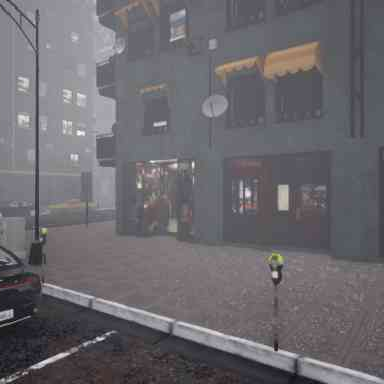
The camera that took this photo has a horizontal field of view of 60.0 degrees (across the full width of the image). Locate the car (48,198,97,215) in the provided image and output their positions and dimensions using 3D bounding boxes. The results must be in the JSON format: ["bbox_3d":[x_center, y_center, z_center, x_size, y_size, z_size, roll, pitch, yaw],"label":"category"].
[{"bbox_3d":[-10.992,1.250,30.489,1.752,1.417,4.829,1,1,35],"label":"car"}]

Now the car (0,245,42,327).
[{"bbox_3d":[-4.487,1.551,6.062,4.403,1.369,2.008,0,0,35],"label":"car"}]

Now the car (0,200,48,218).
[{"bbox_3d":[-14.076,1.350,26.060,2.008,1.369,4.403,1,1,35],"label":"car"}]
